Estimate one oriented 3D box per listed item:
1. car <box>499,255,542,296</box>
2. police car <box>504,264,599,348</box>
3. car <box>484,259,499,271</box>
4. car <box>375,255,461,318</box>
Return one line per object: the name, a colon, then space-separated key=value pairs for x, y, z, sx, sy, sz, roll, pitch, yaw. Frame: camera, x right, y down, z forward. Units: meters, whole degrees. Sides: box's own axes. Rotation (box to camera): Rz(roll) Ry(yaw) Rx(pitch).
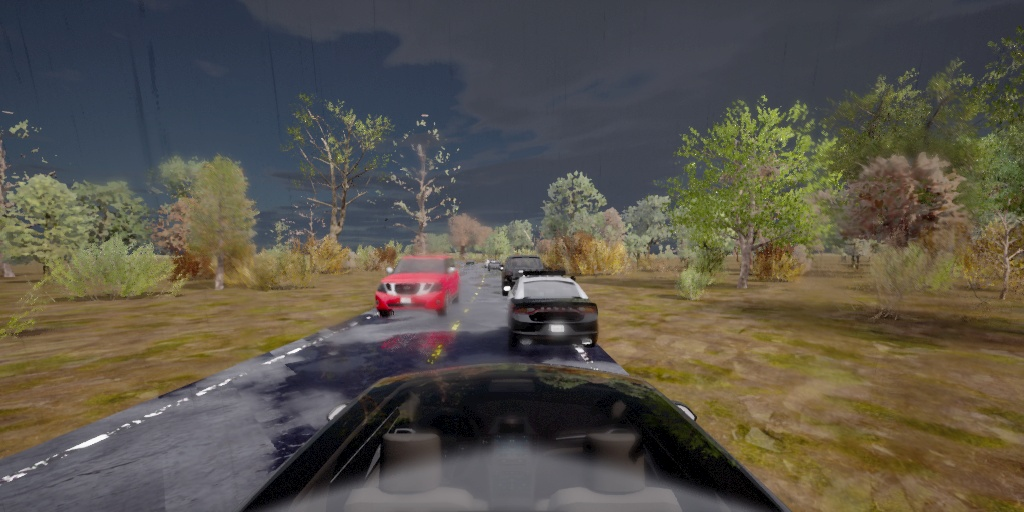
car: x=0.531 y=0.972 z=19.363 sx=2.150 sy=2.045 sz=5.566 roll=0 pitch=0 yaw=-2
police car: x=0.820 y=1.174 z=9.399 sx=1.930 sy=1.638 sz=5.238 roll=0 pitch=0 yaw=-1
car: x=-2.314 y=1.240 z=48.050 sx=2.128 sy=1.511 sz=4.902 roll=0 pitch=0 yaw=-5
car: x=-3.222 y=0.970 z=13.428 sx=2.150 sy=2.045 sz=5.566 roll=0 pitch=0 yaw=-2
